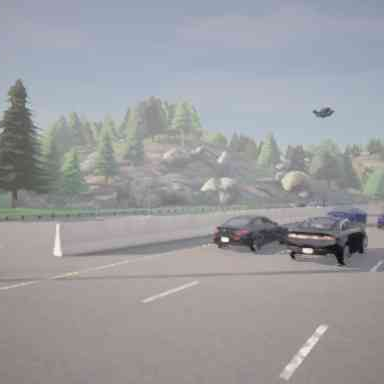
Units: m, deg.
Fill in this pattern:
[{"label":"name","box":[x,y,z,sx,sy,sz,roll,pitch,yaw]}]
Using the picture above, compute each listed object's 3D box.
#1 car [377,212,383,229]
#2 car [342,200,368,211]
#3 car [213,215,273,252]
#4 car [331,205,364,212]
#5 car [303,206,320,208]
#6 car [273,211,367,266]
[{"label":"car","box":[14.756,1.880,23.933,1.812,1.442,4.674,-1,-1,43]},{"label":"car","box":[26.969,2.155,54.913,4.553,1.767,2.097,1,-1,-39]},{"label":"car","box":[2.730,1.741,15.011,1.812,1.442,4.674,-1,-1,38]},{"label":"car","box":[12.460,1.867,26.603,1.882,1.535,5.008,-1,-1,43]},{"label":"car","box":[22.084,2.394,59.944,4.674,1.442,1.812,1,-1,-39]},{"label":"car","box":[5.148,1.674,12.428,2.128,1.511,4.902,-1,-1,38]}]
